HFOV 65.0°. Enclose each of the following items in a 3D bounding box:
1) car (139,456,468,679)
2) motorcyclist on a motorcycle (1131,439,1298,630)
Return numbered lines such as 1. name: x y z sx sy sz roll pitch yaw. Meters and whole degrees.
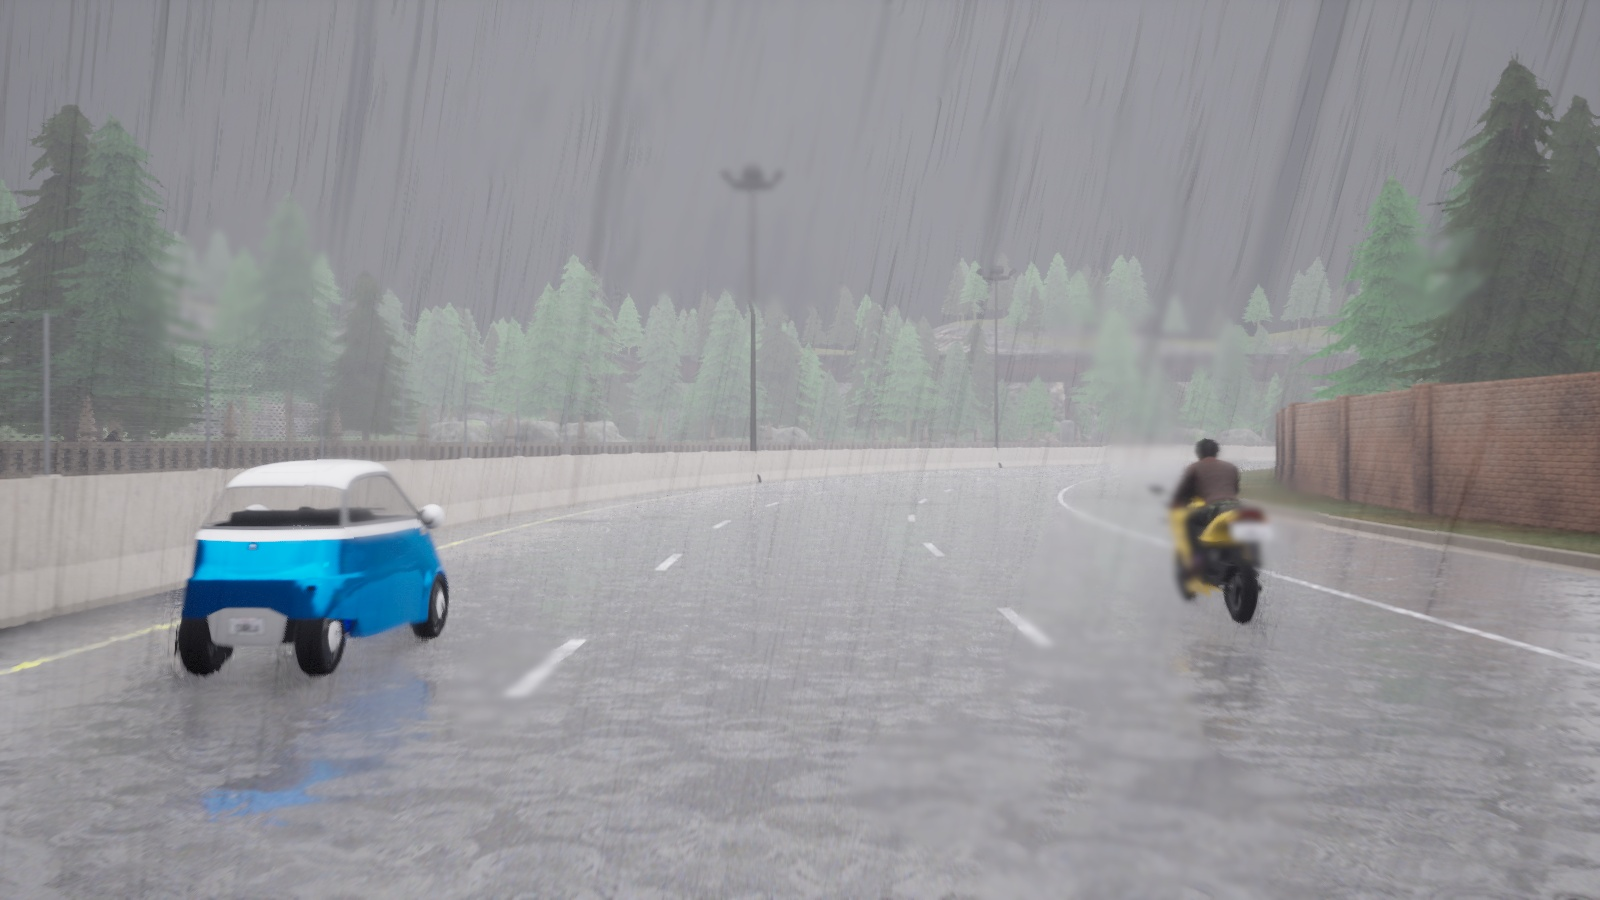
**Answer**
1. car: -3.433 0.747 9.051 1.481 1.376 2.207 0 1 0
2. motorcyclist on a motorcycle: 3.578 0.669 11.043 0.797 1.523 2.044 0 0 0
